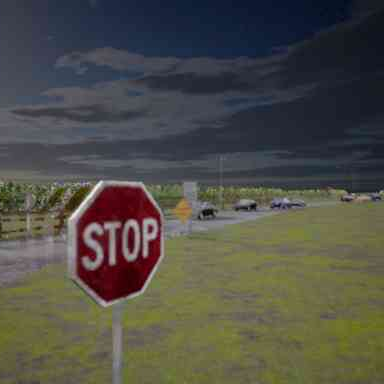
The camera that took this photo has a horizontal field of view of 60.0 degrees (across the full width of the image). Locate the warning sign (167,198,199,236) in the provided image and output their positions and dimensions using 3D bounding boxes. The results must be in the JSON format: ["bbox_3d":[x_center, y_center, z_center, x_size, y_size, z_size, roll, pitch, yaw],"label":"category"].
[{"bbox_3d":[-0.453,1.257,17.184,1.300,1.860,1.060,0,0,29],"label":"warning sign"}]

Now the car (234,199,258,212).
[{"bbox_3d":[6.852,1.639,42.176,1.882,1.535,5.008,0,0,28],"label":"car"}]

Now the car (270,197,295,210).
[{"bbox_3d":[12.536,1.507,46.639,2.097,1.767,4.553,0,0,30],"label":"car"}]

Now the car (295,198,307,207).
[{"bbox_3d":[17.449,1.717,54.880,1.994,1.385,4.181,0,0,34],"label":"car"}]

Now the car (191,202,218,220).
[{"bbox_3d":[0.754,1.650,30.503,2.128,1.511,4.902,0,0,28],"label":"car"}]

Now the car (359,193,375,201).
[{"bbox_3d":[42.887,1.514,82.941,5.366,1.575,1.801,0,0,-42],"label":"car"}]

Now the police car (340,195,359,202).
[{"bbox_3d":[35.683,1.521,76.109,1.930,1.638,5.238,0,0,45],"label":"police car"}]
